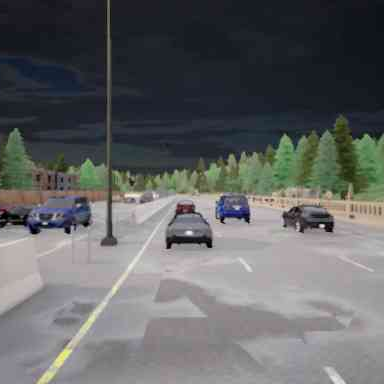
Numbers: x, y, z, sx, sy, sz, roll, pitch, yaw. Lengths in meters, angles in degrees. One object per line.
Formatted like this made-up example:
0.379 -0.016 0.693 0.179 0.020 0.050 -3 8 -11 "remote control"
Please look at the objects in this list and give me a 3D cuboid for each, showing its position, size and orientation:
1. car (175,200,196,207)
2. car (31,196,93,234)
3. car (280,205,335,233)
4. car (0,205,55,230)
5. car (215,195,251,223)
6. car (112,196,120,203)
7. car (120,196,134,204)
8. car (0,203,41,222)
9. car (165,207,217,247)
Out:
-0.615 1.504 32.592 1.882 1.535 5.008 0 0 -1 "car"
-7.484 1.240 19.510 2.150 2.045 5.566 0 0 -2 "car"
6.707 1.520 19.745 1.837 1.490 4.892 0 0 -2 "car"
-11.062 1.620 22.259 1.895 1.301 4.718 0 0 -2 "car"
3.053 1.242 25.676 2.150 2.045 5.566 0 0 -1 "car"
-15.552 1.519 68.369 1.882 1.535 5.008 0 0 -1 "car"
-11.971 1.558 64.514 2.128 1.511 4.902 0 0 -1 "car"
-14.708 1.625 27.948 1.895 1.301 4.718 0 0 -1 "car"
-0.164 1.576 15.056 1.994 1.385 4.181 0 0 -2 "car"
